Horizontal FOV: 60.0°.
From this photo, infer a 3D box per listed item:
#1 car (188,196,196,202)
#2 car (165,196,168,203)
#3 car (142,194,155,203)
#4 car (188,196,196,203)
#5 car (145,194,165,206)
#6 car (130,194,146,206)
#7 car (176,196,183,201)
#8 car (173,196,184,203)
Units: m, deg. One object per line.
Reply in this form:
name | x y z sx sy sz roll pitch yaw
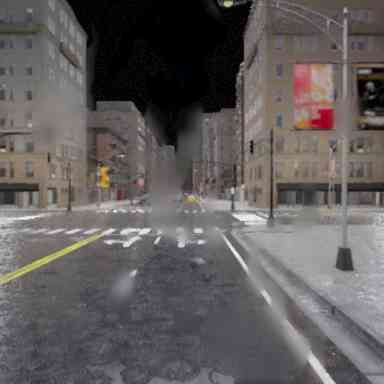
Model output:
car | -0.032 1.696 87.313 2.128 1.511 4.902 0 0 0
car | -6.527 1.591 74.581 2.097 1.767 4.553 0 0 0
car | -9.777 1.461 74.795 2.150 2.045 5.566 0 0 0
car | -0.028 1.724 76.894 1.882 1.535 5.008 0 0 0
car | -6.560 1.519 59.452 2.097 1.767 4.553 0 0 1
car | -9.811 1.659 59.481 2.128 1.511 4.902 0 0 1
car | -3.282 1.695 87.312 1.812 1.442 4.674 0 0 0
car | -3.278 1.799 77.276 1.994 1.385 4.181 0 0 0
